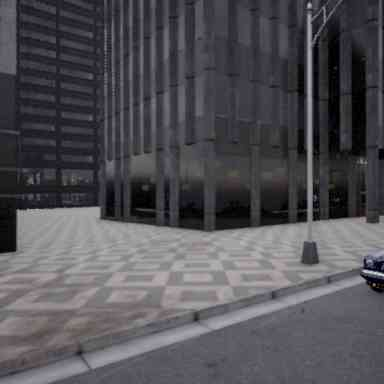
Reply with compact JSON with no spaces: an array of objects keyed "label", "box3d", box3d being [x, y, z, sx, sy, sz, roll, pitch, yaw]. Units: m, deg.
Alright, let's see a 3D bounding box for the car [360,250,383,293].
[{"label":"car","box3d":[5.839,1.535,7.540,4.718,1.301,1.895,-1,0,-35]}]
